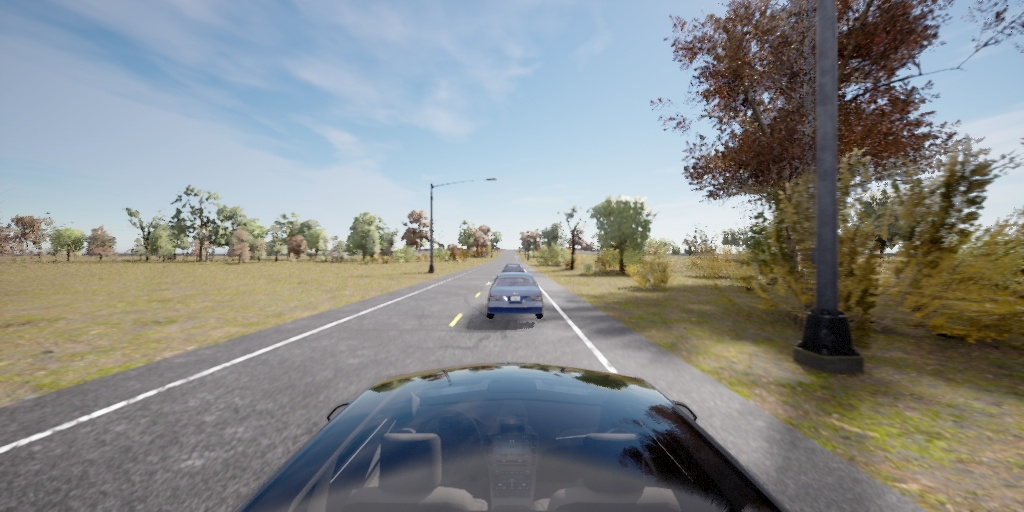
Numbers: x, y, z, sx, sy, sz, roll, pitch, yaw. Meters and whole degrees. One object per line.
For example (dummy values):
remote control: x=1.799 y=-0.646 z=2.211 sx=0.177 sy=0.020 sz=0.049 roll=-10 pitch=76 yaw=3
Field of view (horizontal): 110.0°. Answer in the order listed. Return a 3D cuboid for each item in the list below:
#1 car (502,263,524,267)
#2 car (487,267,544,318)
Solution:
car: x=0.105 y=1.308 z=31.251 sx=1.994 sy=1.385 sz=4.181 roll=0 pitch=0 yaw=0
car: x=0.101 y=1.297 z=13.018 sx=2.033 sy=1.411 sz=5.357 roll=0 pitch=0 yaw=0
